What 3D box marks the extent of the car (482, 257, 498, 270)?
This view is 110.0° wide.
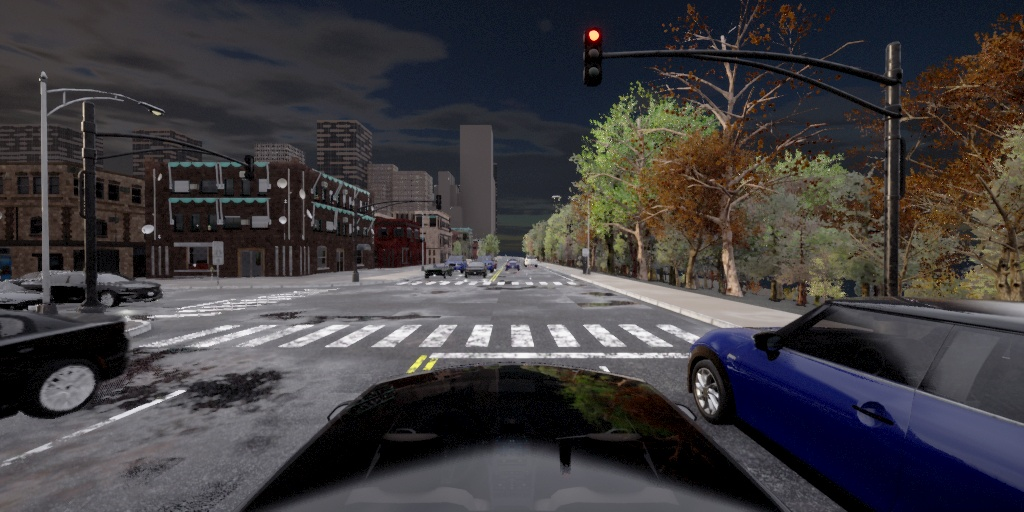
[{"bbox_3d":[-3.327,1.083,54.306,2.097,1.767,4.553,0,0,0],"label":"car"}]

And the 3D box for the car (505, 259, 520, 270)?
[{"bbox_3d":[0.104,1.257,52.038,1.812,1.442,4.674,0,0,0],"label":"car"}]

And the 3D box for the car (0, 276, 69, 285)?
[{"bbox_3d":[-19.946,1.564,13.347,4.313,1.339,1.948,0,0,0],"label":"car"}]

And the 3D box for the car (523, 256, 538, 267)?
[{"bbox_3d":[3.358,0.948,63.696,2.150,2.045,5.566,0,0,0],"label":"car"}]

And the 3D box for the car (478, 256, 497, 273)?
[{"bbox_3d":[-3.338,0.957,44.035,2.150,2.045,5.566,0,0,0],"label":"car"}]

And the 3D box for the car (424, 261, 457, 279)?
[{"bbox_3d":[-6.598,1.341,32.772,1.895,1.301,4.718,0,0,0],"label":"car"}]

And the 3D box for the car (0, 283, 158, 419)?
[{"bbox_3d":[-6.499,1.227,3.074,1.882,1.535,5.008,0,0,0],"label":"car"}]

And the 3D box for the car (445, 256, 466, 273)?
[{"bbox_3d":[-6.579,0.957,42.530,2.150,2.045,5.566,0,0,0],"label":"car"}]

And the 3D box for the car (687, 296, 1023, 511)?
[{"bbox_3d":[3.351,1.102,2.888,2.097,1.767,4.553,0,0,0],"label":"car"}]

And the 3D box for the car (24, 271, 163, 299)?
[{"bbox_3d":[-18.639,1.434,16.034,5.008,1.535,1.882,0,0,0],"label":"car"}]

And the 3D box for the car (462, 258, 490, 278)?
[{"bbox_3d":[-3.344,1.217,34.003,1.882,1.535,5.008,0,0,-2],"label":"car"}]
